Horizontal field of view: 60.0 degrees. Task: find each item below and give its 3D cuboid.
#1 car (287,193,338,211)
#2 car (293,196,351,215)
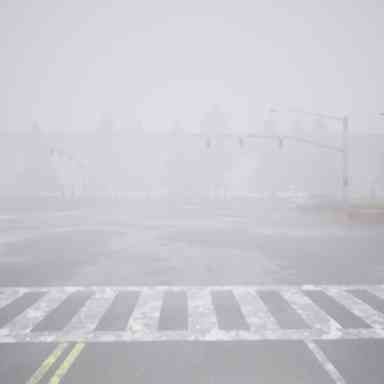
[{"bbox_3d":[13.153,1.119,35.856,5.566,2.045,2.150,0,0,-2],"label":"car"},{"bbox_3d":[12.845,1.386,32.350,5.008,1.535,1.882,0,0,-2],"label":"car"}]
